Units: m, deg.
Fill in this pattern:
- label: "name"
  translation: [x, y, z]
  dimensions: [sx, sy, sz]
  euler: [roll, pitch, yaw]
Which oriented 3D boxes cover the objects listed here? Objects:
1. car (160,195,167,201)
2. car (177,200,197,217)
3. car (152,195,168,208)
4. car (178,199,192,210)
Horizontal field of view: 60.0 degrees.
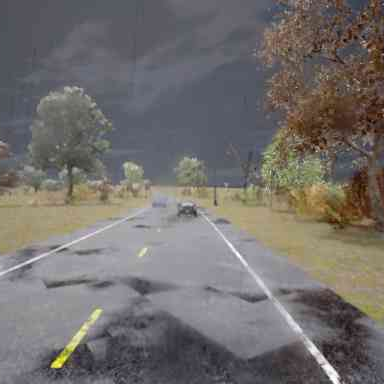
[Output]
- label: "car"
  translation: [-7.618, 1.580, 89.400]
  dimensions: [1.882, 1.535, 5.008]
  euler: [0, 0, -5]
- label: "car"
  translation: [-0.471, 1.591, 32.368]
  dimensions: [1.812, 1.442, 4.674]
  euler: [0, 0, -2]
- label: "car"
  translation: [-4.859, 1.568, 49.344]
  dimensions: [1.882, 1.535, 5.008]
  euler: [0, 0, -3]
- label: "car"
  translation: [-1.000, 1.684, 45.675]
  dimensions: [1.895, 1.301, 4.718]
  euler: [0, 0, -3]
